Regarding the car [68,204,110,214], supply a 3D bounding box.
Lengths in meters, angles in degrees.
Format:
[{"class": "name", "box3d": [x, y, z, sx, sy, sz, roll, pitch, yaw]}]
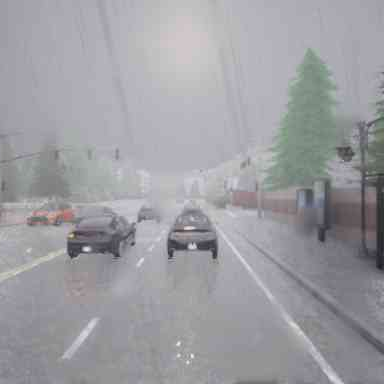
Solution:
[{"class": "car", "box3d": [-7.002, 1.743, 24.266, 1.882, 1.535, 5.008, 0, -1, 0]}]

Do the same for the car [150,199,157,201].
[{"class": "car", "box3d": [-10.424, 2.504, 89.938, 1.812, 1.442, 4.674, 0, -1, 0]}]

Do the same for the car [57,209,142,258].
[{"class": "car", "box3d": [-3.468, 1.656, 13.488, 1.837, 1.490, 4.892, 0, 0, 0]}]

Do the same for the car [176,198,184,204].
[{"class": "car", "box3d": [-3.424, 2.486, 90.003, 2.033, 1.411, 5.357, 0, -1, 0]}]

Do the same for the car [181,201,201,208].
[{"class": "car", "box3d": [0.046, 1.818, 28.484, 1.837, 1.490, 4.892, 0, 0, 0]}]

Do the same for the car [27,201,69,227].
[{"class": "car", "box3d": [-10.494, 1.626, 25.092, 2.097, 1.767, 4.553, 0, -1, 0]}]

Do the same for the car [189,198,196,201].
[{"class": "car", "box3d": [0.077, 2.508, 90.274, 1.994, 1.385, 4.181, 0, -1, 0]}]

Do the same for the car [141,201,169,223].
[{"class": "car", "box3d": [-3.455, 1.804, 28.488, 2.128, 1.511, 4.902, 0, 0, 0]}]

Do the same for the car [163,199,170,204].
[{"class": "car", "box3d": [-6.924, 2.574, 89.904, 1.895, 1.301, 4.718, 0, -1, 0]}]

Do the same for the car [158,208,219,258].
[{"class": "car", "box3d": [0.031, 1.641, 13.481, 2.128, 1.511, 4.902, 0, 0, 0]}]
